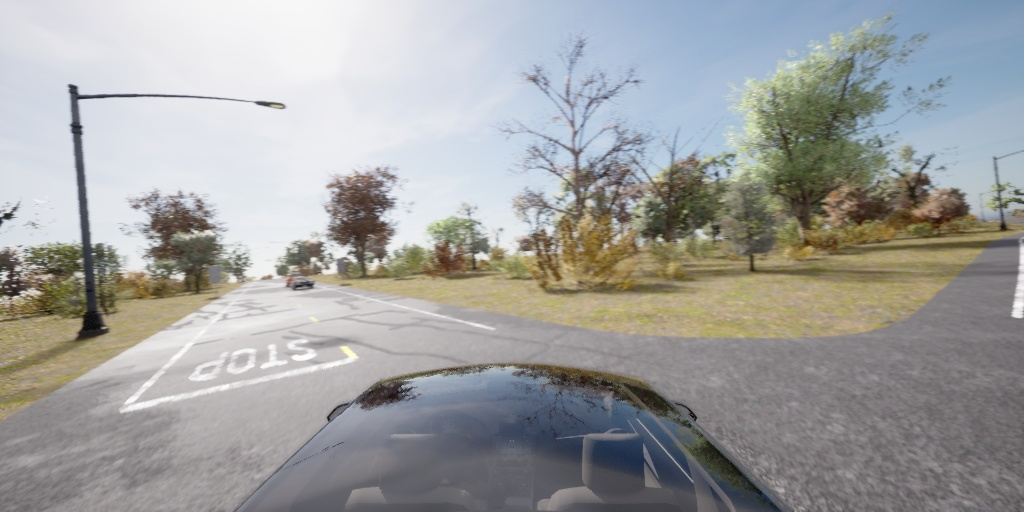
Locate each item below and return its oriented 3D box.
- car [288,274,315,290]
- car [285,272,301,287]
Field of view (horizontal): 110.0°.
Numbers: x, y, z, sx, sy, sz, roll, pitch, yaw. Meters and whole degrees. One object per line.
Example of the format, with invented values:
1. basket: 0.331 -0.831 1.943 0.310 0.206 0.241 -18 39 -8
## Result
1. car: -22.439 2.867 38.403 1.895 1.301 4.718 -5 0 -35
2. car: -28.537 3.052 47.232 2.097 1.767 4.553 -5 0 -34
